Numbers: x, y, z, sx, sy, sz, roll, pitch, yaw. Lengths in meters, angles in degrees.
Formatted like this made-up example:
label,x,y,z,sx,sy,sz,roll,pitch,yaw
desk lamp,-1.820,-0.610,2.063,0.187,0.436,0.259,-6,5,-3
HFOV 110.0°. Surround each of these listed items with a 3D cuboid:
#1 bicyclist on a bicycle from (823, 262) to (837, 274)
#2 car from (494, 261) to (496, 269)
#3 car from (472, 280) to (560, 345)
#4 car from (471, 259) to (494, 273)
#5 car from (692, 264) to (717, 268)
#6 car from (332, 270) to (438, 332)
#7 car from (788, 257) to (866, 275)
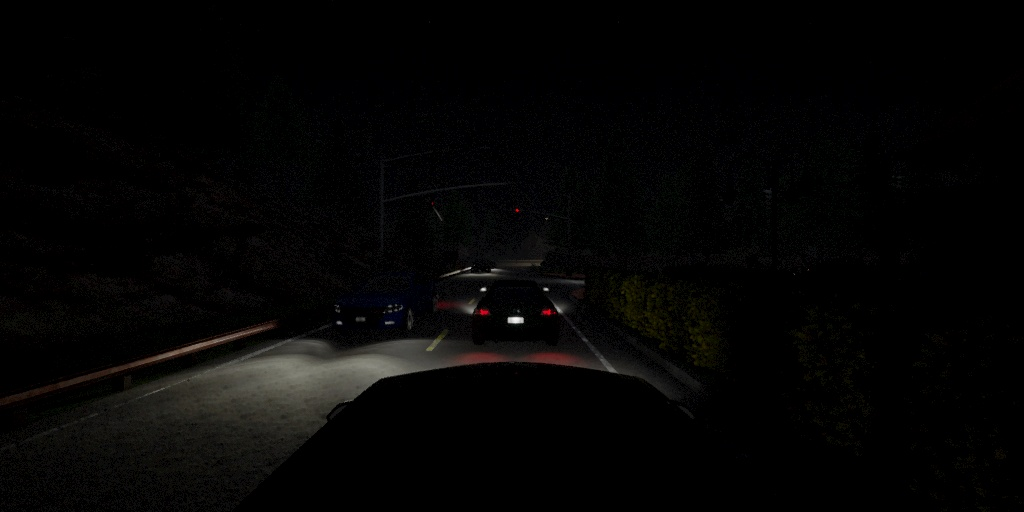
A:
label,x,y,z,sx,sy,sz,roll,pitch,yaw
bicyclist on a bicycle,19.815,1.213,22.127,0.582,1.620,1.656,0,0,0
car,-3.577,1.351,57.130,1.895,1.301,4.718,0,0,1
car,0.075,1.314,9.511,1.994,1.385,4.181,0,0,0
car,-3.624,1.102,42.791,2.097,1.767,4.553,0,0,0
car,15.485,1.404,29.596,4.902,1.511,2.128,0,0,0
car,-3.607,1.227,11.029,1.882,1.535,5.008,0,0,0
car,25.993,1.134,29.546,5.566,2.045,2.150,0,0,1
